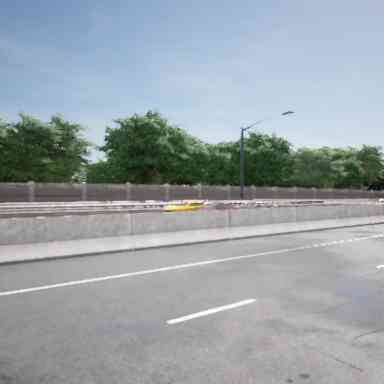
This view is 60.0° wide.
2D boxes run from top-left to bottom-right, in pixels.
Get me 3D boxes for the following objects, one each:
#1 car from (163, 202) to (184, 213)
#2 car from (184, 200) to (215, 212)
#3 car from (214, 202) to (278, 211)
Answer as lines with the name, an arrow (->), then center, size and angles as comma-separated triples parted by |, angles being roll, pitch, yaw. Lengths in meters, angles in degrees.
car -> -0.194, 1.504, 29.640 | 5.008, 1.535, 1.882 | 0, 0, -35
car -> 1.957, 1.552, 26.876 | 4.674, 1.442, 1.812 | 0, 0, -35
car -> 4.370, 1.519, 24.296 | 4.902, 1.511, 2.128 | 0, 0, -35
